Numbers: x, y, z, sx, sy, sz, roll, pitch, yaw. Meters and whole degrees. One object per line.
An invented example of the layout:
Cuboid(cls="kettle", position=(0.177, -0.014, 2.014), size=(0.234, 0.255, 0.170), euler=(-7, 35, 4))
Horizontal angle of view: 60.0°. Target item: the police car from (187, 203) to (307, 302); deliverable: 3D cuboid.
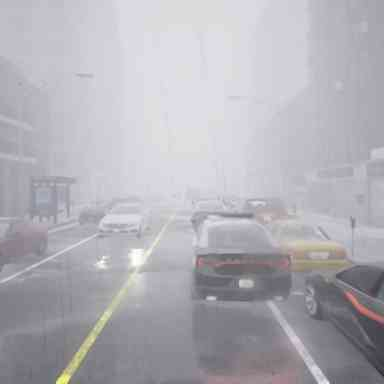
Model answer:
Cuboid(cls="police car", position=(0.917, 1.293, 8.181), size=(1.930, 1.638, 5.238), euler=(0, 1, 0))

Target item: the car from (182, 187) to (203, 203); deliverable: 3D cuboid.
Cuboid(cls="car", position=(0.112, 0.477, 46.304), size=(2.150, 2.045, 5.566), euler=(0, 1, 0))

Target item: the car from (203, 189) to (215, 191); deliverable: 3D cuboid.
Cuboid(cls="car", position=(2.971, 0.451, 53.868), size=(2.192, 1.841, 5.009), euler=(0, 1, 0))

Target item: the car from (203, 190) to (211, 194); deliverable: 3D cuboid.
Cuboid(cls="car", position=(2.959, 0.791, 48.349), size=(1.947, 1.339, 4.313), euler=(0, 1, 0))

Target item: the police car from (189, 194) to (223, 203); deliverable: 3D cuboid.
Cuboid(cls="police car", position=(0.938, 1.133, 18.179), size=(1.930, 1.638, 5.238), euler=(0, 1, 0))

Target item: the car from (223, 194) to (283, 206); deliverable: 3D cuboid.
Cuboid(cls="car", position=(2.890, 1.070, 15.207), size=(2.192, 1.841, 5.009), euler=(0, 1, 0))

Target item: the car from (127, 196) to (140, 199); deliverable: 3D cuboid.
Cuboid(cls="car", position=(-5.613, 1.143, 26.261), size=(1.947, 1.339, 4.313), euler=(0, 1, 0))

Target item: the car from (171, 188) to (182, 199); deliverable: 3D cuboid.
Cuboid(cls="car", position=(-2.868, 0.535, 63.172), size=(2.033, 1.411, 5.357), euler=(0, 1, 0))

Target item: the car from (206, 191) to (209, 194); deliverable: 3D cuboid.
Cuboid(cls="car", position=(2.936, 0.952, 37.303), size=(2.008, 1.369, 4.403), euler=(0, 1, 0))

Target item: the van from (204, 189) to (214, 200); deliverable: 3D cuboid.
Cuboid(cls="van", position=(2.983, 0.389, 59.391), size=(1.690, 1.788, 3.998), euler=(0, 1, 0))

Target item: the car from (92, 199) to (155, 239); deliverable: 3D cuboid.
Cuboid(cls="car", position=(-3.078, 1.269, 15.919), size=(1.812, 1.442, 4.674), euler=(0, 1, 0))

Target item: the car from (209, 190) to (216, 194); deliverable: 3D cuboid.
Cuboid(cls="car", position=(2.925, 0.930, 31.778), size=(1.967, 1.590, 4.097), euler=(0, 1, 0))

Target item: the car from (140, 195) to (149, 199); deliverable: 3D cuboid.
Cuboid(cls="car", position=(-5.601, 1.055, 31.785), size=(1.947, 1.339, 4.313), euler=(0, 1, 0))

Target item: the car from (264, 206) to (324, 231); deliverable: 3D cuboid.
Cuboid(cls="car", position=(2.879, 1.366, 9.858), size=(1.752, 1.417, 4.829), euler=(0, 1, 0))

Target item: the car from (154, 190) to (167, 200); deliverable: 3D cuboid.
Cuboid(cls="car", position=(-5.544, 0.487, 59.405), size=(1.967, 1.590, 4.097), euler=(0, 1, 0))

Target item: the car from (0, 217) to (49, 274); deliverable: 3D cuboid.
Cuboid(cls="car", position=(-5.647, 1.425, 9.688), size=(1.802, 1.307, 4.206), euler=(0, 1, 0))

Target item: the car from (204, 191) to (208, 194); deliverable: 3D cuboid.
Cuboid(cls="car", position=(2.948, 0.864, 42.826), size=(2.008, 1.369, 4.403), euler=(0, 1, 0))

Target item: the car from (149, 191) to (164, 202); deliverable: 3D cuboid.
Cuboid(cls="car", position=(-5.567, 0.806, 48.359), size=(1.802, 1.307, 4.206), euler=(0, 1, 0))

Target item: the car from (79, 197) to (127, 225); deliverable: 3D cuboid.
Cuboid(cls="car", position=(-5.624, 1.211, 20.736), size=(1.887, 1.381, 4.507), euler=(0, 1, 0))

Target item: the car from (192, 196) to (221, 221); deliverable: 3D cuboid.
Cuboid(cls="car", position=(0.950, 1.118, 24.070), size=(1.837, 1.490, 4.892), euler=(0, 1, 0))

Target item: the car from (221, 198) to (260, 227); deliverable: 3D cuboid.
Cuboid(cls="car", position=(2.902, 1.189, 20.904), size=(1.752, 1.417, 4.829), euler=(0, 1, 0))

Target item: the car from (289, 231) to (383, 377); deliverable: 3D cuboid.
Cuboid(cls="car", position=(2.867, 1.498, 4.166), size=(1.947, 1.339, 4.313), euler=(0, 1, 0))

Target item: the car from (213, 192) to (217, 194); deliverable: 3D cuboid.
Cuboid(cls="car", position=(2.913, 1.018, 26.255), size=(1.967, 1.590, 4.097), euler=(0, 1, 0))

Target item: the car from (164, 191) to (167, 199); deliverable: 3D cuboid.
Cuboid(cls="car", position=(-5.555, 0.701, 53.883), size=(1.947, 1.339, 4.313), euler=(0, 1, 0))
